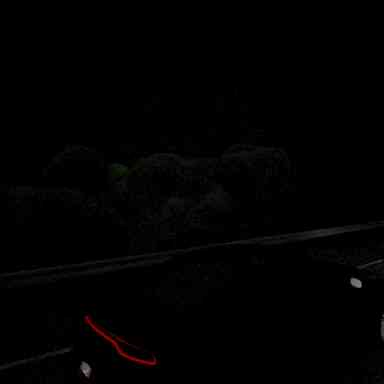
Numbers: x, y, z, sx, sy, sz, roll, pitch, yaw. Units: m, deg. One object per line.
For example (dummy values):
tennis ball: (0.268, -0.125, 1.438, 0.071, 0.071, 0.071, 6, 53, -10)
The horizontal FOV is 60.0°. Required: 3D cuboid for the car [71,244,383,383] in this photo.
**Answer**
car: (0.998, 1.477, 4.578, 5.008, 1.535, 1.882, 0, 0, -37)
